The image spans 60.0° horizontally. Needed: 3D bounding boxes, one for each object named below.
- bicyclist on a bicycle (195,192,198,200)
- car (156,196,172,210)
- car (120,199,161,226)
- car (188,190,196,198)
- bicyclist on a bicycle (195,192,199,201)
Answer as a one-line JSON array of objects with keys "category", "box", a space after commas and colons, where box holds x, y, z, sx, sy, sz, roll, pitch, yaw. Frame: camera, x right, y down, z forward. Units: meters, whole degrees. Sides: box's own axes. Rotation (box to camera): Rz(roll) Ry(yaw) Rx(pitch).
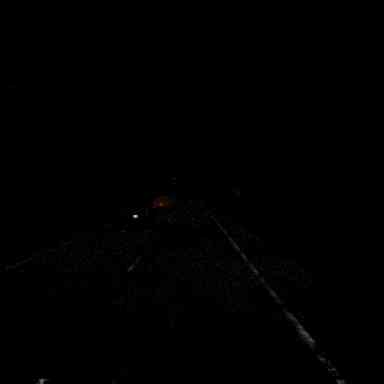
[{"category": "bicyclist on a bicycle", "box": [0.979, 0.892, 72.827, 0.659, 1.776, 1.843, 0, 0, 0]}, {"category": "car", "box": [-3.394, 1.219, 39.100, 1.882, 1.535, 5.008, 0, 0, 0]}, {"category": "car", "box": [-3.394, 1.418, 21.959, 1.994, 1.385, 4.181, 0, 0, 0]}, {"category": "car", "box": [0.020, 0.953, 89.232, 1.994, 1.385, 4.181, 0, 0, 0]}, {"category": "bicyclist on a bicycle", "box": [0.974, 1.015, 64.128, 0.866, 1.612, 1.509, 0, 0, 0]}]
